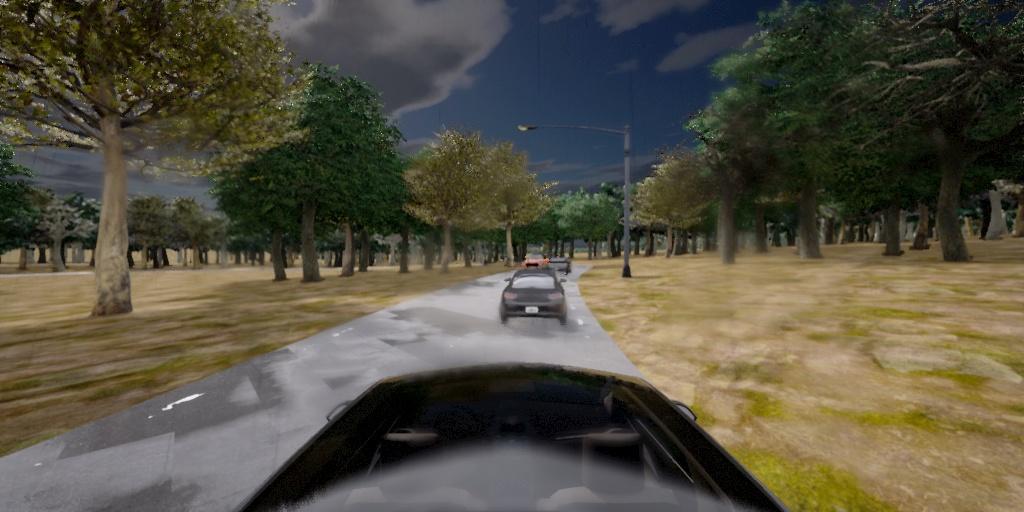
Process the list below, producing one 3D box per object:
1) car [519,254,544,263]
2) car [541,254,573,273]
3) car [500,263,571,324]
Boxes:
[{"bbox_3d":[2.561,0.564,37.489,2.097,1.767,4.553,0,1,16],"label":"car"},{"bbox_3d":[4.187,0.805,31.104,2.128,1.511,4.902,0,1,14],"label":"car"},{"bbox_3d":[0.722,1.137,11.229,1.812,1.442,4.674,0,1,5],"label":"car"}]
